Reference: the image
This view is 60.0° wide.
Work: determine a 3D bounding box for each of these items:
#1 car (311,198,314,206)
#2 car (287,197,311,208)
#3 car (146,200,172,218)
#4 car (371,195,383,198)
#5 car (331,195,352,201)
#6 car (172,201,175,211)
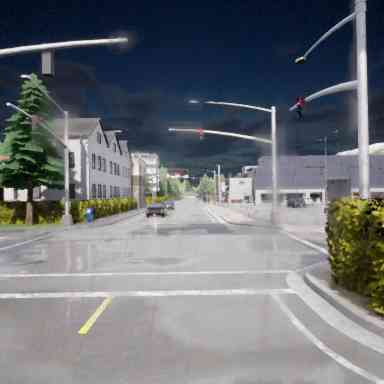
[{"bbox_3d":[19.075,1.573,56.206,1.970,1.475,3.806,-1,-1,0],"label":"car"},{"bbox_3d":[15.429,1.629,49.148,2.007,1.523,4.514,-1,-1,0],"label":"car"},{"bbox_3d":[-3.598,1.844,34.586,2.033,1.411,5.357,-1,-1,0],"label":"car"},{"bbox_3d":[19.120,1.183,31.280,1.905,1.878,3.866,-1,-1,0],"label":"car"},{"bbox_3d":[25.489,1.398,56.545,2.152,1.636,5.027,-1,-1,0],"label":"car"},{"bbox_3d":[-3.577,1.917,48.618,2.128,1.511,4.902,-1,0,0],"label":"car"}]
